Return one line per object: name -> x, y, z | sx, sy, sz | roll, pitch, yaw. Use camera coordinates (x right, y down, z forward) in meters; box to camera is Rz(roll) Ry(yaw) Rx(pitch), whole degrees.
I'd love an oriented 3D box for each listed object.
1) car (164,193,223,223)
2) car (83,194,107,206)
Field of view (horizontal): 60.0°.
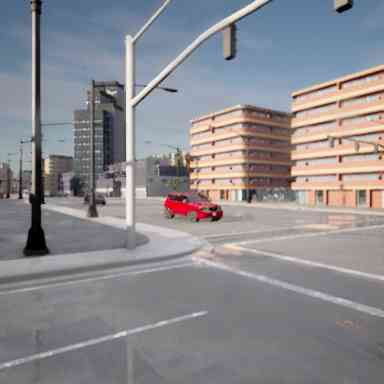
car -> -0.042, 1.091, 24.683 | 2.150, 2.045, 5.566 | 0, 1, -34
car -> -12.617, 1.013, 43.105 | 1.837, 1.490, 4.892 | 0, 1, -34
